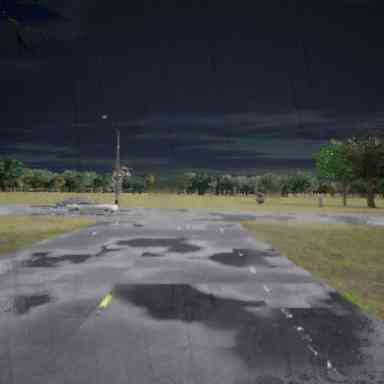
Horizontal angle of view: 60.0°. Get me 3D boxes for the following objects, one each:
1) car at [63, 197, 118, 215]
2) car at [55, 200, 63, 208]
[{"bbox_3d":[-9.735,1.508,32.884,4.718,1.301,1.895,1,1,0],"label":"car"},{"bbox_3d":[-14.166,1.243,39.892,4.181,1.385,1.994,2,1,0],"label":"car"}]
